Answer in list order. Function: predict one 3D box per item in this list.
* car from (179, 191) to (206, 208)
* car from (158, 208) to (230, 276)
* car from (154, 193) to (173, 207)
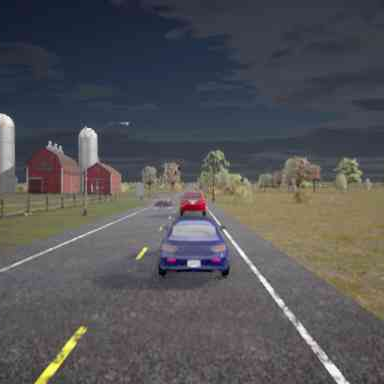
[{"bbox_3d":[0.083,0.957,29.214,2.150,2.045,5.566,0,0,0],"label":"car"},{"bbox_3d":[0.061,1.438,9.879,1.812,1.442,4.674,0,1,0],"label":"car"},{"bbox_3d":[-3.588,0.964,42.215,2.097,1.767,4.553,0,1,0],"label":"car"}]
